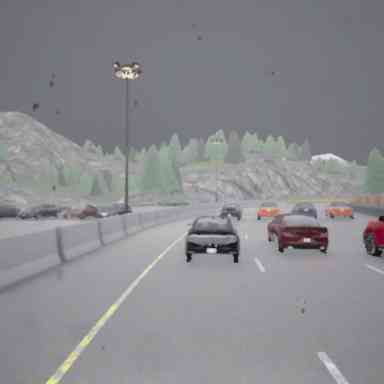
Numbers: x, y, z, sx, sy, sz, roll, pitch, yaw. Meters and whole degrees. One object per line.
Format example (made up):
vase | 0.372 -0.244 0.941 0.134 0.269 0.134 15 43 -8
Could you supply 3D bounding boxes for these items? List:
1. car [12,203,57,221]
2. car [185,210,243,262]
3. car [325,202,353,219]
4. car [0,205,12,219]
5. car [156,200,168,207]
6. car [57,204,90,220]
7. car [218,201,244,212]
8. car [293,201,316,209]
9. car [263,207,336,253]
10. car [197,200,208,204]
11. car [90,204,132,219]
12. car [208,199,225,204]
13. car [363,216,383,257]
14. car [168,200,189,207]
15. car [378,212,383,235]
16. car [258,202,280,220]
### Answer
car | -14.342 1.862 31.617 1.837 1.490 4.892 0 -1 11
car | 0.825 1.654 12.867 2.128 1.511 4.902 0 -1 5
car | 15.174 1.815 34.501 2.097 1.767 4.553 0 -1 14
car | -18.062 1.887 30.986 2.033 1.411 5.357 0 -1 10
car | -5.915 2.403 70.061 1.994 1.385 4.181 0 -1 23
car | -10.648 1.899 32.304 1.812 1.442 4.674 0 -1 12
car | 3.980 1.921 32.871 1.837 1.490 4.892 0 -1 13
car | 11.404 1.798 33.854 2.097 1.767 4.553 0 -1 13
car | 4.526 1.672 14.804 1.882 1.535 5.008 0 -1 6
car | 2.576 2.433 71.752 1.994 1.385 4.181 0 -1 25
car | -7.240 1.863 31.494 2.128 1.511 4.902 0 -1 12
car | 5.696 2.227 70.169 2.097 1.767 4.553 0 -1 25
car | 7.625 1.373 10.673 2.150 2.045 5.566 0 -1 5
car | -2.444 2.384 69.246 2.033 1.411 5.357 0 -1 23
car | 11.883 1.848 17.620 1.895 1.301 4.718 0 -1 7
car | 7.663 1.781 33.200 2.097 1.767 4.553 0 -1 13
